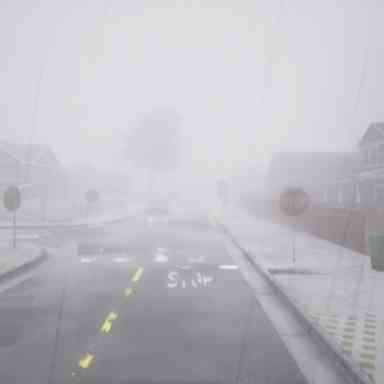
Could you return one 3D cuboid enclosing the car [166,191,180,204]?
[{"bbox_3d":[-3.150,0.863,55.858,2.150,2.045,5.566,0,0,-2],"label":"car"}]

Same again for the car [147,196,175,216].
[{"bbox_3d":[-2.892,1.370,30.329,2.033,1.411,5.357,0,0,0],"label":"car"}]
